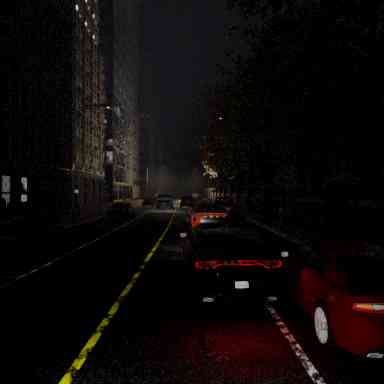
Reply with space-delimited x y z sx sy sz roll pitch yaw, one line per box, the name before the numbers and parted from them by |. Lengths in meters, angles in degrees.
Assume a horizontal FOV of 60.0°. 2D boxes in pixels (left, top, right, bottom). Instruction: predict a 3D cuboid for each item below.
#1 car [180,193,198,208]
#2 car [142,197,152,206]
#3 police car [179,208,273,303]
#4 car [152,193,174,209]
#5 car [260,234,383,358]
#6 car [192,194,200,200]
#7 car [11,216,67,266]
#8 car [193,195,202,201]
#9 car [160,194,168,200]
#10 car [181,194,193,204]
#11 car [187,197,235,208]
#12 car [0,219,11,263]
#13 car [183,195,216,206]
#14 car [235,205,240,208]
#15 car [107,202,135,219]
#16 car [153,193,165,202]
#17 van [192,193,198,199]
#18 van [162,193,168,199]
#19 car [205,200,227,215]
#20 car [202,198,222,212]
car | -0.598 1.269 46.379 2.097 1.767 4.553 0 0 -1
car | -6.551 1.486 50.581 1.802 1.307 4.206 0 0 -1
police car | 0.739 1.423 8.423 1.930 1.638 5.238 0 0 -3
car | -3.545 1.146 43.626 2.150 2.045 5.566 0 0 -1
car | 2.701 1.544 6.077 1.887 1.381 4.507 0 0 0
car | 1.003 1.227 89.440 1.967 1.590 4.097 0 0 -1
car | -5.817 1.561 11.595 1.947 1.339 4.313 0 0 0
car | 1.281 1.374 78.323 2.008 1.369 4.403 0 0 -1
car | -7.527 1.336 89.490 2.008 1.369 4.403 0 0 -1
car | -0.945 1.231 59.606 2.097 1.767 4.553 0 0 -1
car | 0.906 1.338 18.350 2.097 1.767 4.553 0 0 0
car | -5.824 1.314 6.033 2.192 1.841 5.009 0 0 0
car | 0.696 1.328 24.399 2.097 1.767 4.553 0 0 1
car | 2.649 1.562 22.735 1.802 1.307 4.206 0 0 -1
car | -5.993 1.532 28.341 1.947 1.339 4.313 0 0 -1
car | -7.107 1.154 72.813 2.192 1.841 5.009 0 0 -1
van | 0.864 1.108 94.997 1.690 1.788 3.998 0 0 -1
van | -7.665 1.106 95.049 1.690 1.788 3.998 0 0 -1
car | 2.397 1.535 33.860 1.802 1.307 4.206 0 0 -1
car | 2.257 1.488 39.417 2.008 1.369 4.403 0 0 -1
